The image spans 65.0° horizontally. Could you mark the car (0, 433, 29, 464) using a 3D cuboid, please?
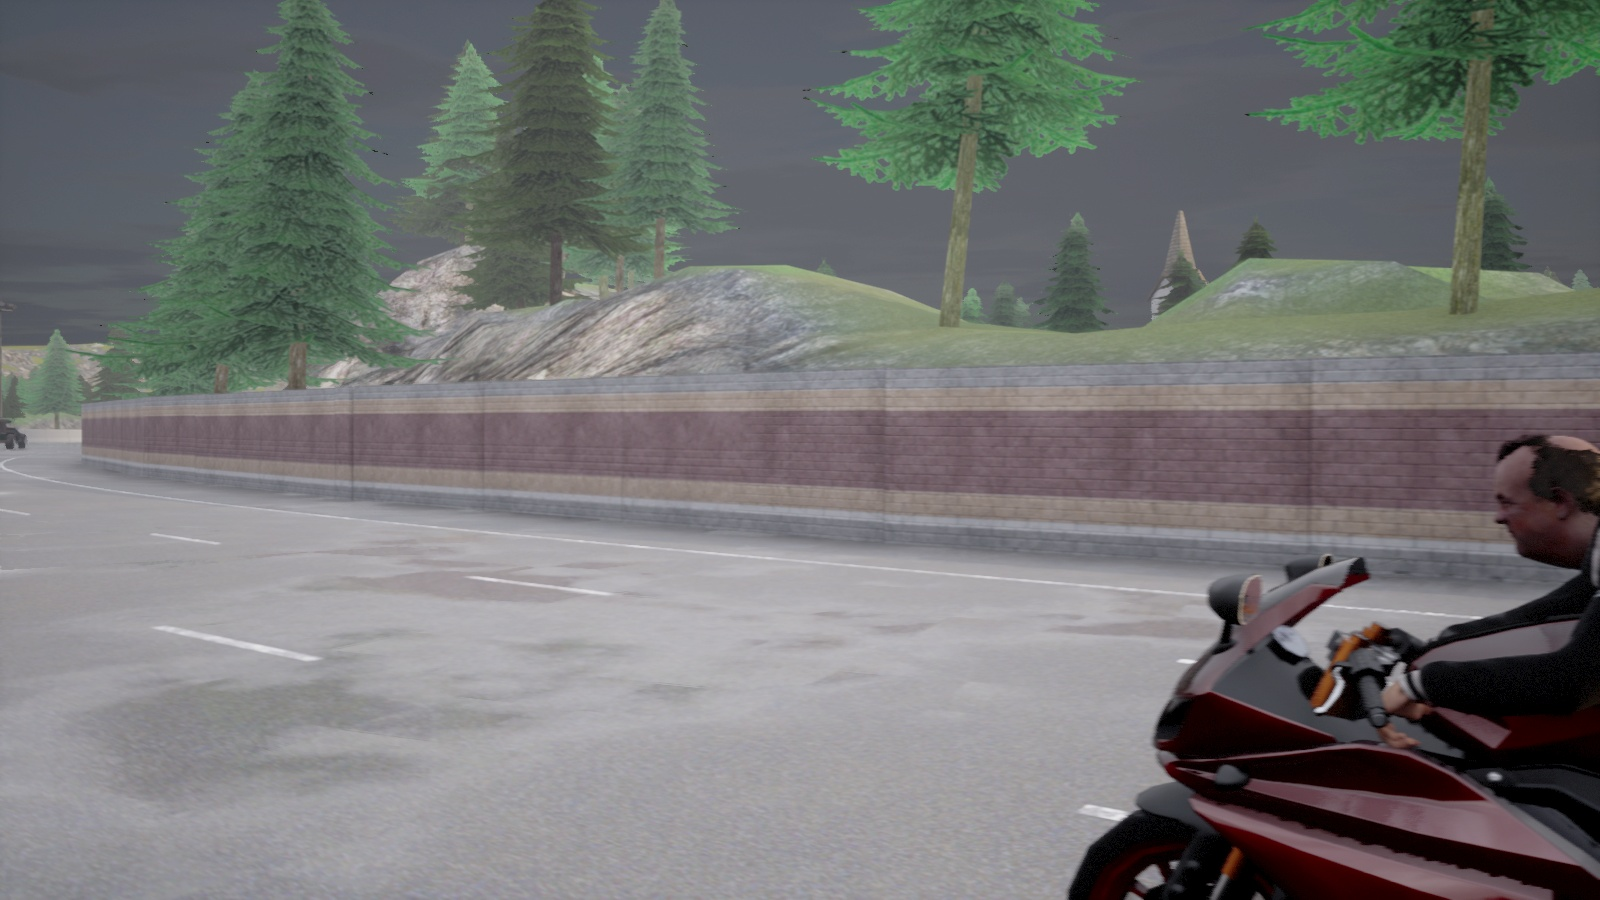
[{"bbox_3d":[-50.213,-0.090,79.052,1.905,1.878,3.866,-1,1,-16],"label":"car"}]

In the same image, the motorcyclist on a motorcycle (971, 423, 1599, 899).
[{"bbox_3d":[1.529,0.719,2.518,2.191,1.530,0.866,0,0,34],"label":"motorcyclist on a motorcycle"}]
